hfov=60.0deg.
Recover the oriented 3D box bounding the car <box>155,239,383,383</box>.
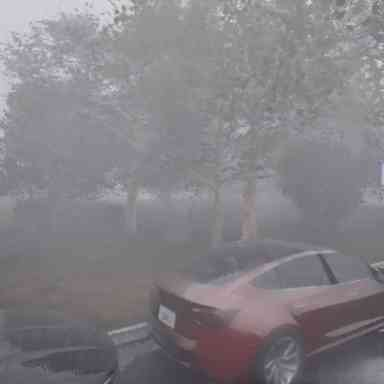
[{"bbox_3d":[1.660,1.505,5.236,4.792,1.488,2.163,-1,0,-33],"label":"car"}]

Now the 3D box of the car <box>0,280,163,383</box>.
[{"bbox_3d":[-2.902,1.481,1.975,5.008,1.535,2.097,-1,1,-33],"label":"car"}]
